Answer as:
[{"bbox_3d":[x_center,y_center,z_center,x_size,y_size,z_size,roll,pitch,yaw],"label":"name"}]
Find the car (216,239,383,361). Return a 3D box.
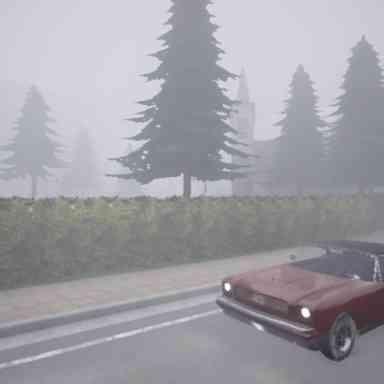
[{"bbox_3d":[2.717,1.626,6.093,4.718,1.301,1.895,0,0,-37],"label":"car"}]
